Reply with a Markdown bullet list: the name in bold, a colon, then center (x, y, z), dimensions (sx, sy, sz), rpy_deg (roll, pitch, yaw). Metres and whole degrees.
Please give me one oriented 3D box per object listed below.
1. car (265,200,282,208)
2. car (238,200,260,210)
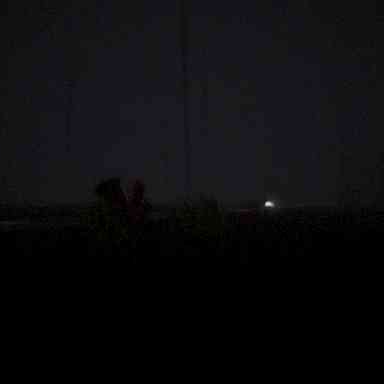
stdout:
- **car**: center (15.059, 2.180, 61.731), dimensions (1.812, 1.442, 4.674), rpy_deg (-1, -1, 36)
- **car**: center (9.235, 2.034, 53.557), dimensions (2.128, 1.511, 4.902), rpy_deg (-1, -1, 36)
